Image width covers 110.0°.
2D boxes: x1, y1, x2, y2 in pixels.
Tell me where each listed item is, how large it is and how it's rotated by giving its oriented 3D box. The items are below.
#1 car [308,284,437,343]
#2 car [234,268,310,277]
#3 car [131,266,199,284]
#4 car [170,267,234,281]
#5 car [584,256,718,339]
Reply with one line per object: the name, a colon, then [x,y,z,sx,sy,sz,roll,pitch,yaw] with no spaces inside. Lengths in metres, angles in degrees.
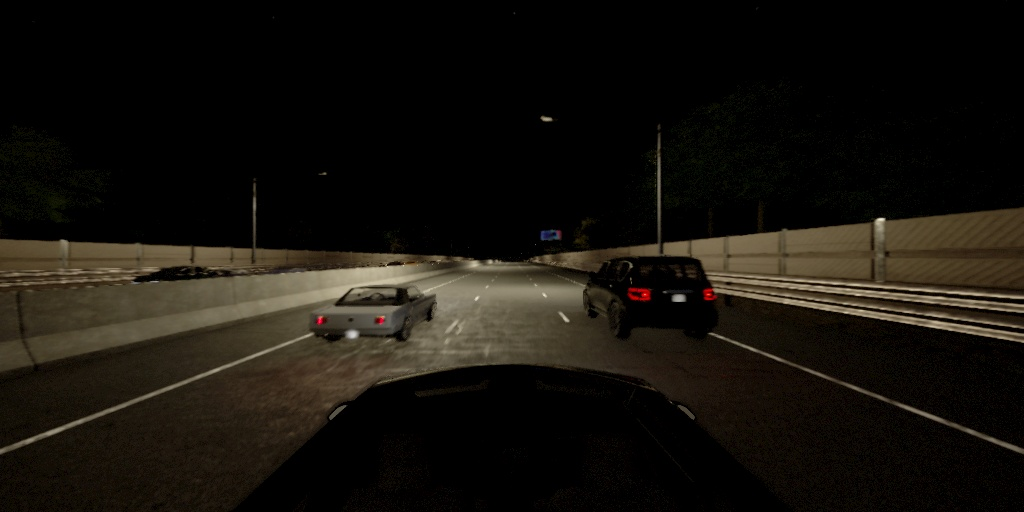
car: [-3.394,1.407,9.857,1.895,1.301,4.718,0,0,0]
car: [-14.079,1.440,22.346,2.033,1.411,5.357,0,0,0]
car: [-21.073,1.402,22.726,1.837,1.490,4.892,0,0,0]
car: [-17.579,1.492,21.955,1.895,1.301,4.718,0,0,0]
car: [3.607,1.030,10.424,2.150,2.045,5.566,0,0,0]
